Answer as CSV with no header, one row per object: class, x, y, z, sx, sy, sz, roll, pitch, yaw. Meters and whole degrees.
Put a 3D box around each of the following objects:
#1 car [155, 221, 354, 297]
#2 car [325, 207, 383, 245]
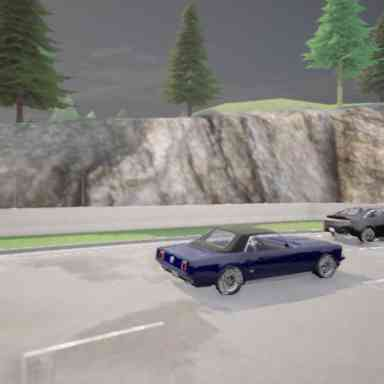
car,1.598,1.543,8.373,4.718,1.301,1.895,0,0,-28
car,8.332,1.419,15.010,4.902,1.511,2.128,0,0,-17
